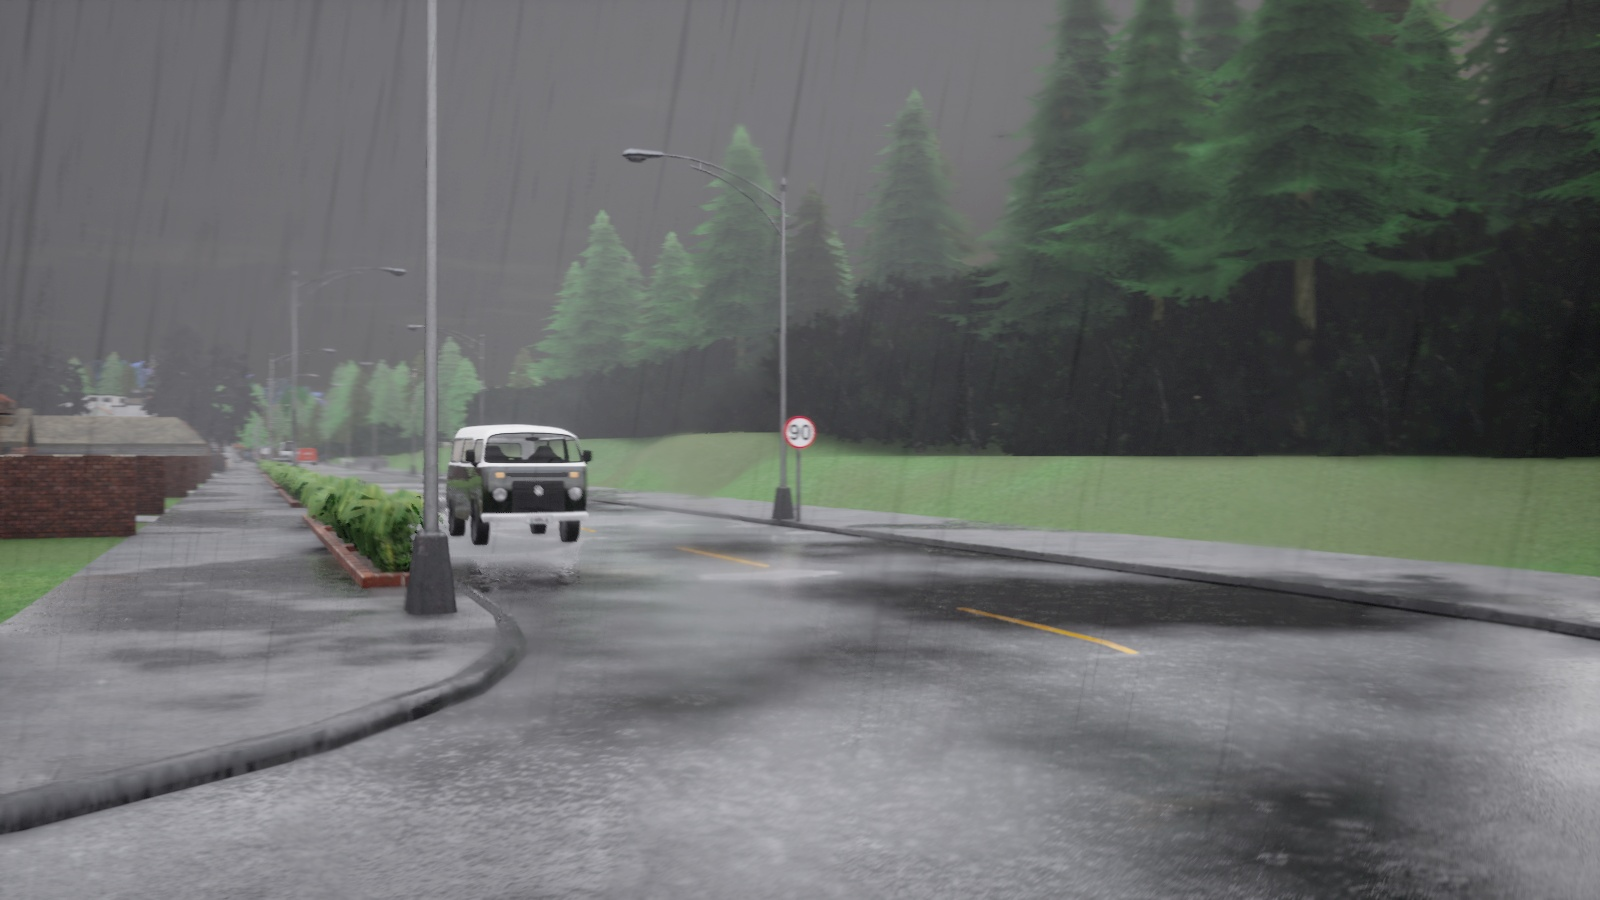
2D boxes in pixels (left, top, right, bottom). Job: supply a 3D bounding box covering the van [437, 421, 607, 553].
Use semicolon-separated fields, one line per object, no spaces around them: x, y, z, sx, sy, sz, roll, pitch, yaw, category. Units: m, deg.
-4.964;0.582;21.945;2.069;2.038;4.480;0;0;-24;van
